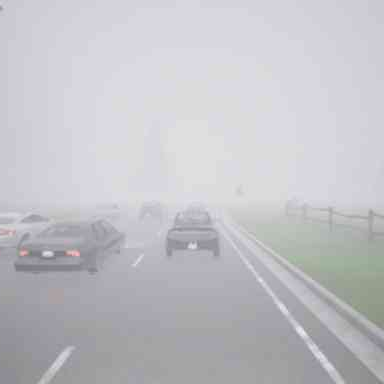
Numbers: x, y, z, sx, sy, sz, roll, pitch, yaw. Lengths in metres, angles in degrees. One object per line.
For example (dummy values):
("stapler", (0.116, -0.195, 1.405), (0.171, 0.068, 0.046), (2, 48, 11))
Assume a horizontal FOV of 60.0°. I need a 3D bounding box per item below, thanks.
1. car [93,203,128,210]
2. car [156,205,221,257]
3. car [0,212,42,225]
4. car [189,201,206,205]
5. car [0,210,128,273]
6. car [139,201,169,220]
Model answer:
("car", (-6.674, 1.584, 27.295), (1.895, 1.301, 4.718), (0, 0, 4))
("car", (0.046, 1.484, 12.748), (2.128, 1.511, 4.902), (0, 0, 1))
("car", (-6.949, 1.517, 13.438), (1.812, 1.442, 4.674), (0, 0, 1))
("car", (0.429, 1.508, 28.384), (1.812, 1.442, 4.674), (0, 0, 5))
("car", (-3.478, 1.541, 10.568), (2.033, 1.411, 5.357), (0, 0, 0))
("car", (-3.121, 1.489, 27.815), (1.837, 1.490, 4.892), (0, 0, 5))
